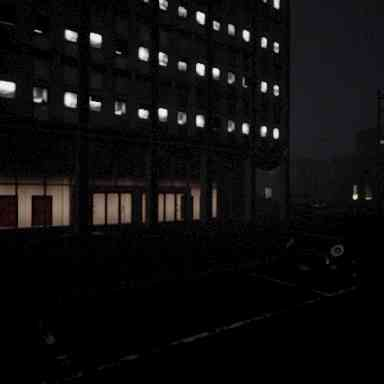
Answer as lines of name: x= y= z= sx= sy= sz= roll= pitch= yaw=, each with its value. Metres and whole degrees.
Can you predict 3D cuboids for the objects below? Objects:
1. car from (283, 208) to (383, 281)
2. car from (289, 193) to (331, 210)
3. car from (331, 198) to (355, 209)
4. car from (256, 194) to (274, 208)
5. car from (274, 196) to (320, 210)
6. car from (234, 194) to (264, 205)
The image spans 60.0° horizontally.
car: x=4.546 y=1.454 z=9.801 sx=4.097 sy=1.590 sz=1.967 roll=0 pitch=0 yaw=-36
car: x=14.038 y=1.158 z=41.906 sx=2.150 sy=2.045 sz=5.566 roll=0 pitch=0 yaw=-35
car: x=19.236 y=1.506 z=44.572 sx=1.752 sy=1.417 sz=4.829 roll=1 pitch=0 yaw=-35
car: x=9.292 y=1.215 z=44.227 sx=2.192 sy=1.841 sz=5.009 roll=1 pitch=0 yaw=-35
car: x=12.436 y=1.474 z=39.670 sx=2.008 sy=1.369 sz=4.403 roll=1 pitch=0 yaw=-35
car: x=9.893 y=1.228 z=58.099 sx=2.192 sy=1.841 sz=5.009 roll=1 pitch=0 yaw=-35
